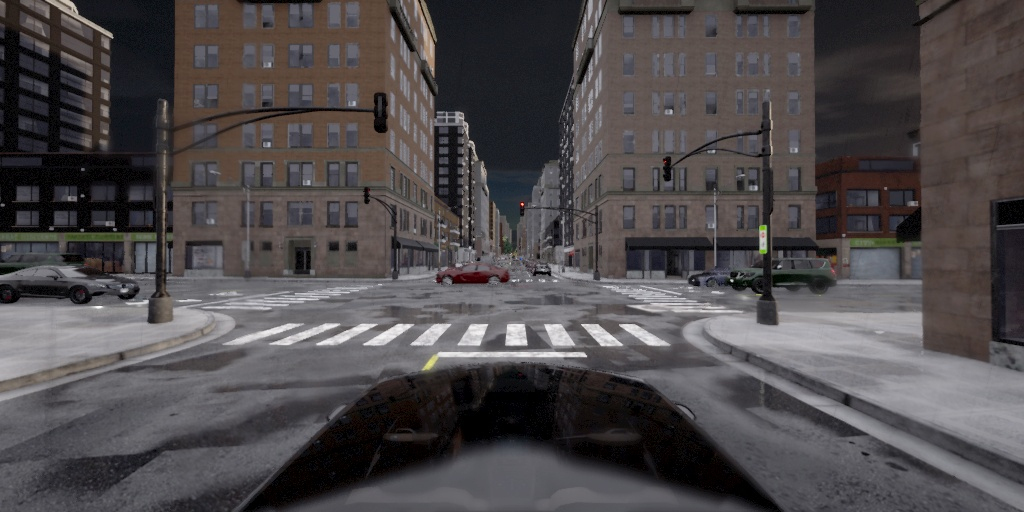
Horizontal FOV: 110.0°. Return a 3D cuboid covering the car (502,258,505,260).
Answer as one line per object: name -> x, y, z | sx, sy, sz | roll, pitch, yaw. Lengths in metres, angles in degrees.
car -> -2.530, 1.382, 58.137 | 1.895, 1.301, 4.718 | 0, 0, 1

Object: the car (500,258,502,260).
car -> -2.665, 1.282, 47.881 | 1.837, 1.490, 4.892 | 0, 0, 1

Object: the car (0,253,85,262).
car -> -32.526, 0.803, 24.512 | 5.566, 2.045, 2.150 | 1, -1, 0

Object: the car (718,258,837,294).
car -> 15.617, 1.115, 20.968 | 5.566, 2.045, 2.150 | 0, -1, 0

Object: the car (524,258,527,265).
car -> 3.163, 1.323, 52.777 | 1.888, 1.381, 4.507 | 0, 0, 1

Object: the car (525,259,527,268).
car -> 3.096, 1.326, 47.247 | 2.007, 1.370, 4.403 | 0, 0, 1

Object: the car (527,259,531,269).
car -> 3.029, 1.318, 41.716 | 1.888, 1.381, 4.507 | 0, 0, 1

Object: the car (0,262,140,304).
car -> -17.930, 1.112, 14.472 | 4.674, 1.442, 1.812 | 0, -1, 1

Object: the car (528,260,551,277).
car -> 2.962, 1.337, 36.186 | 1.948, 1.339, 4.313 | 0, 0, 1

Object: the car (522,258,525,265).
car -> 3.297, 1.348, 63.838 | 1.948, 1.339, 4.313 | 0, 0, 1

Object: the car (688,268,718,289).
car -> 14.273, 1.481, 24.230 | 4.181, 1.385, 1.994 | 0, -1, 1

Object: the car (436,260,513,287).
car -> -2.601, 1.243, 24.312 | 5.008, 1.535, 1.882 | 0, 0, 0

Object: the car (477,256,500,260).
car -> -2.787, 0.995, 37.793 | 2.150, 2.045, 5.566 | 0, 0, 1
